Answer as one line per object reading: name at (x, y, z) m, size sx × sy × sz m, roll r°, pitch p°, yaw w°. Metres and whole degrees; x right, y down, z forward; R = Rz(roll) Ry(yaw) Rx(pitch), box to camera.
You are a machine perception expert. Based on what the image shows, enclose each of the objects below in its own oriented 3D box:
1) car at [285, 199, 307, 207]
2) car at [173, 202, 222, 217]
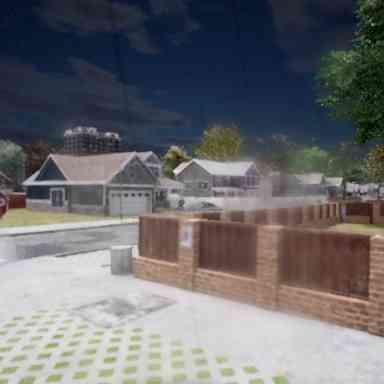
car at (13.904, 1.694, 44.288) m, size 1.837 × 1.490 × 4.892 m, roll 0°, pitch -1°, yaw 36°
car at (0.548, 1.538, 25.992) m, size 1.837 × 1.490 × 4.892 m, roll 0°, pitch 0°, yaw 36°
